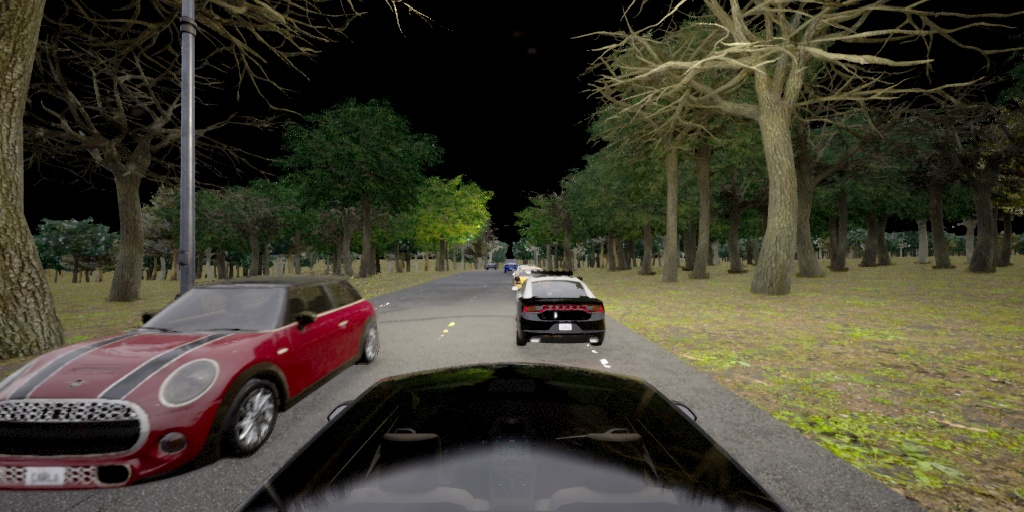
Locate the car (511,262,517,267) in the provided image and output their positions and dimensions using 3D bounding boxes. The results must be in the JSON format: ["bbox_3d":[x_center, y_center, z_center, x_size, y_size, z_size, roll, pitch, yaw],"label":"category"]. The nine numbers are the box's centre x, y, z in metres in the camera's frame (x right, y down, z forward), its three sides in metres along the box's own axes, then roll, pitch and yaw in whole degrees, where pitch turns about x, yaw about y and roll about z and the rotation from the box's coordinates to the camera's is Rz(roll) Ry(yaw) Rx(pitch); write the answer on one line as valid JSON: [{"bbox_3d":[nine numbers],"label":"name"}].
[{"bbox_3d":[1.015,1.254,19.659,1.801,1.575,5.366,0,0,0],"label":"car"}]

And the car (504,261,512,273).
[{"bbox_3d":[-0.066,1.506,48.892,1.882,1.535,5.008,0,-1,0],"label":"car"}]

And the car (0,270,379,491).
[{"bbox_3d":[-3.605,1.104,5.009,2.097,1.767,4.553,0,0,0],"label":"car"}]

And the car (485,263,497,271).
[{"bbox_3d":[-3.621,1.849,62.404,2.033,1.411,5.357,0,-1,0],"label":"car"}]

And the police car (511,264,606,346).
[{"bbox_3d":[1.036,1.185,9.576,1.930,1.638,5.238,0,0,0],"label":"police car"}]
